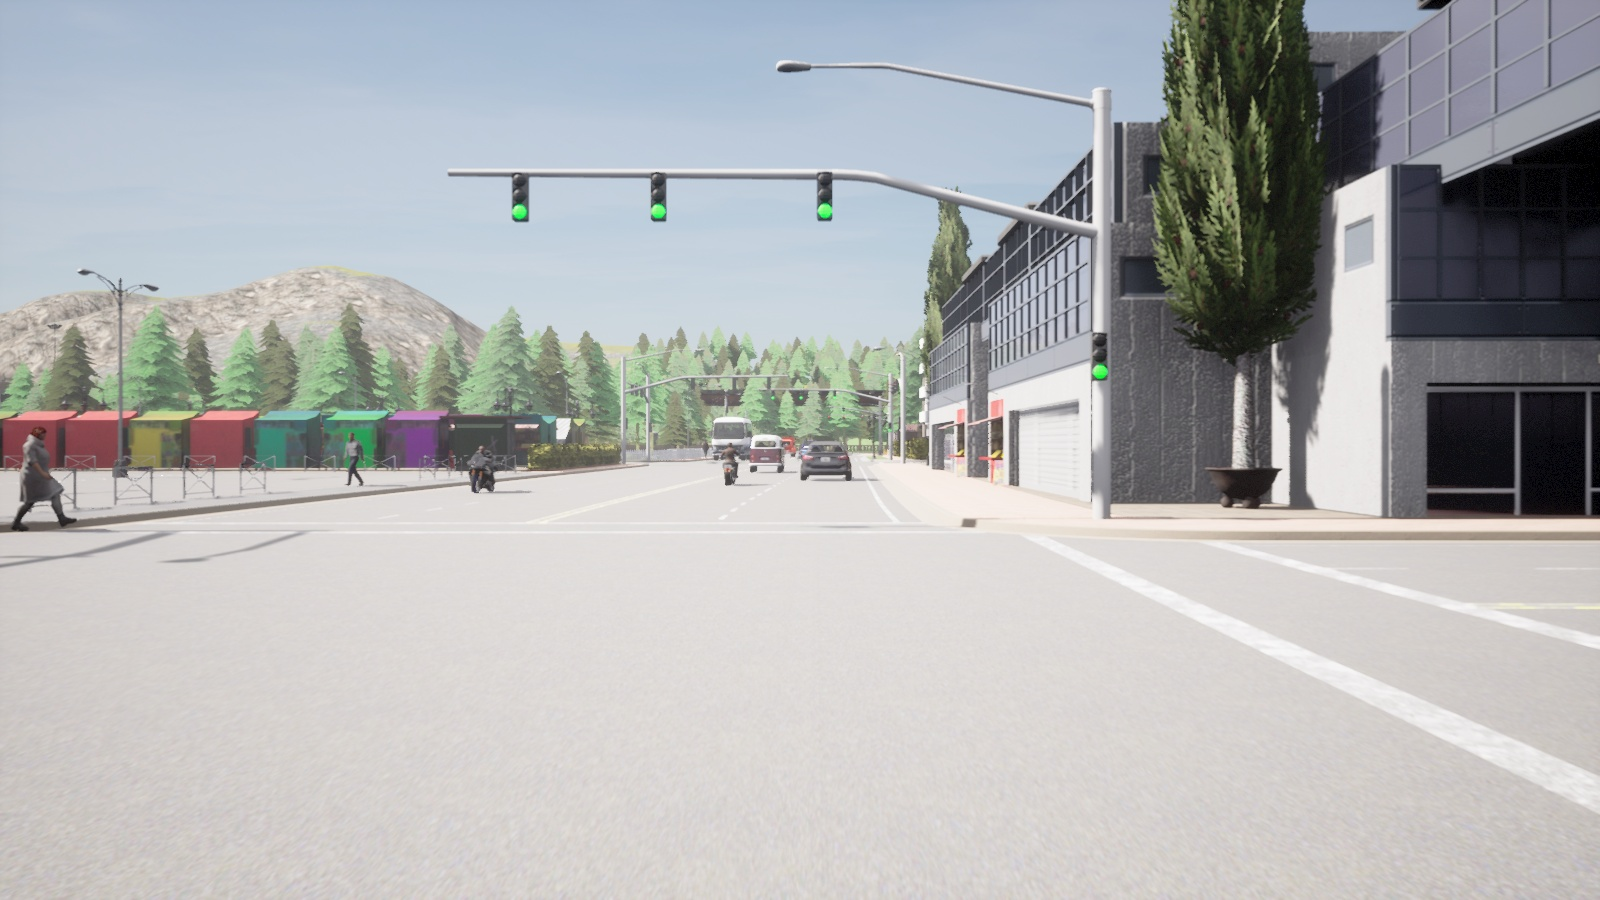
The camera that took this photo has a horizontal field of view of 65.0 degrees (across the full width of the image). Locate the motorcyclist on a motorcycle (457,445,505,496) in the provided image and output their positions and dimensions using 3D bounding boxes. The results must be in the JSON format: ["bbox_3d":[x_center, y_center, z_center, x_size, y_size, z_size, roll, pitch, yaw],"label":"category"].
[{"bbox_3d":[-9.928,0.625,39.185,0.866,1.530,2.191,0,0,2],"label":"motorcyclist on a motorcycle"}]

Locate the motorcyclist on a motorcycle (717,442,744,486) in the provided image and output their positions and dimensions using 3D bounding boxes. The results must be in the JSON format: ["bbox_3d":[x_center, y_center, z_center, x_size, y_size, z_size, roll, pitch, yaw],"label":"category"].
[{"bbox_3d":[-2.608,0.514,47.346,0.766,1.649,2.350,0,0,2],"label":"motorcyclist on a motorcycle"}]

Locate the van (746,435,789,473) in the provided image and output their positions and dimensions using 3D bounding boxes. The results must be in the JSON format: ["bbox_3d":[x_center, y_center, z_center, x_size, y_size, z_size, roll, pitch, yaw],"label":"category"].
[{"bbox_3d":[-1.762,0.205,69.225,2.069,2.038,4.480,0,0,2],"label":"van"}]

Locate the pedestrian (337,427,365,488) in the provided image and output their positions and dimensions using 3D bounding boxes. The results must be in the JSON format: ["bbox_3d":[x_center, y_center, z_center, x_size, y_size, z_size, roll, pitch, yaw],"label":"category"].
[{"bbox_3d":[-14.594,0.238,40.835,0.423,1.949,0.788,0,0,26],"label":"pedestrian"}]

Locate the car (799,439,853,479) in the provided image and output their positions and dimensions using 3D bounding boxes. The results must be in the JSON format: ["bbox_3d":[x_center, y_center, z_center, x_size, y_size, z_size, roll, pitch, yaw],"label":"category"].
[{"bbox_3d":[1.180,0.383,54.735,2.242,1.667,4.611,0,0,2],"label":"car"}]

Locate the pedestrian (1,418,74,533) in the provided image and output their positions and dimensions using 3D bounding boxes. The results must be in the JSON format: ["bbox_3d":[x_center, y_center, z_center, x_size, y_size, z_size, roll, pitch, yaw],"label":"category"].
[{"bbox_3d":[-13.135,0.429,21.653,0.873,1.952,0.659,0,0,-6],"label":"pedestrian"}]
